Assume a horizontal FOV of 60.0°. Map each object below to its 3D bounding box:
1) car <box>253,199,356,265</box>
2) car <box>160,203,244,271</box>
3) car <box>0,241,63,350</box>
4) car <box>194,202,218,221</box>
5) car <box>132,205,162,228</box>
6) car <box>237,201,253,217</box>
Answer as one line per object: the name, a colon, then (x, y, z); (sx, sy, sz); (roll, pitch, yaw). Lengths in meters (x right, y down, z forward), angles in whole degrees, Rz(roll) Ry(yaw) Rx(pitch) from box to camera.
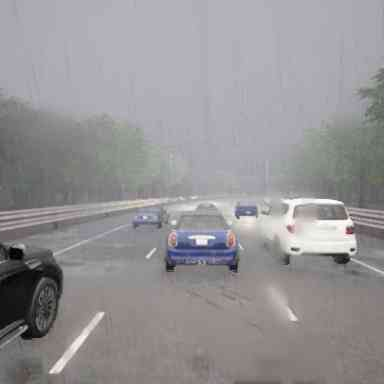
car: (3.842, 1.257, 12.067); (2.150, 2.045, 5.566); (0, 0, 2)
car: (0.325, 1.382, 11.173); (2.097, 1.767, 4.553); (0, 0, 2)
car: (-3.350, 1.228, 3.474); (2.150, 2.045, 5.566); (0, 0, 1)
car: (1.279, 1.640, 29.138); (1.994, 1.385, 4.181); (0, 0, 4)
car: (-2.688, 1.604, 22.586); (2.033, 1.411, 5.357); (0, 0, 3)
car: (4.862, 1.560, 30.189); (1.882, 1.535, 5.008); (0, 0, 4)
